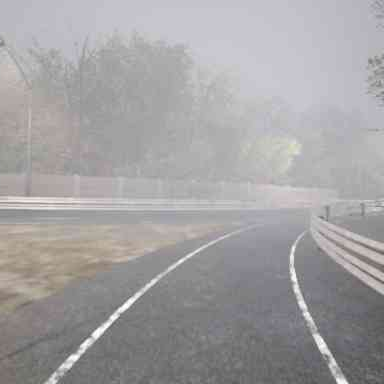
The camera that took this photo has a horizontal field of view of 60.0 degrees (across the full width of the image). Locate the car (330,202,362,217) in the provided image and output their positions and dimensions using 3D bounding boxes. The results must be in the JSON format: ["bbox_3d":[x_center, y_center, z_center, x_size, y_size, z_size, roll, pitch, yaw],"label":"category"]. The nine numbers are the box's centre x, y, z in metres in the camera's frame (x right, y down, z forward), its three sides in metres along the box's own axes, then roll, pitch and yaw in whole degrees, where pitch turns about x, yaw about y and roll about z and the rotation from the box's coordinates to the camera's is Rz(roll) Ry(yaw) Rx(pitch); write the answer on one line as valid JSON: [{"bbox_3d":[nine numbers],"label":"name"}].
[{"bbox_3d":[16.099,1.731,34.427,2.033,1.411,5.357,2,1,44],"label":"car"}]

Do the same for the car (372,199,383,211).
[{"bbox_3d":[25.596,1.718,44.202,2.097,1.767,4.553,2,0,44],"label":"car"}]
